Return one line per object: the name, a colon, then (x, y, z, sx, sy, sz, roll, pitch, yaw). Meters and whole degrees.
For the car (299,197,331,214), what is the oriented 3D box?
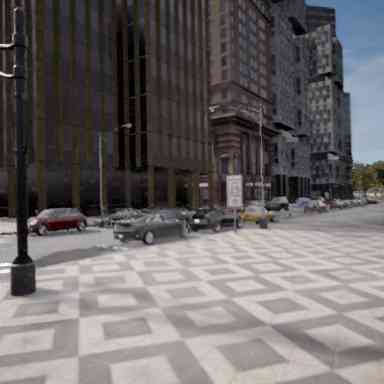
car: (14.549, 1.692, 39.132, 1.967, 1.590, 4.097, -2, -2, 35)

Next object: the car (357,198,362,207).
car: (27.626, 1.970, 57.659, 2.008, 1.369, 4.403, -2, -2, 35)

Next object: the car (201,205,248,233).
car: (1.481, 1.696, 20.602, 1.947, 1.339, 4.313, -2, -2, 35)

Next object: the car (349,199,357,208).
car: (24.357, 1.926, 53.027, 2.008, 1.369, 4.403, -2, -2, 35)

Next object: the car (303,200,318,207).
car: (23.948, 2.275, 67.225, 1.802, 1.307, 4.206, -2, -2, 35)

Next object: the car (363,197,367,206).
car: (30.894, 2.047, 62.289, 1.802, 1.307, 4.206, -2, -2, 35)

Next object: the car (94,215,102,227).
car: (-5.465, 1.910, 25.538, 2.008, 1.369, 4.403, -2, -1, 35)

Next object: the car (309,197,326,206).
car: (27.210, 2.058, 71.864, 2.192, 1.841, 5.009, -2, -2, 35)

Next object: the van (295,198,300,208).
van: (20.674, 1.988, 62.601, 1.690, 1.788, 3.998, -2, -2, 35)

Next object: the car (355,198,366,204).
car: (42.187, 2.291, 83.073, 1.812, 1.442, 4.674, -2, -2, 35)

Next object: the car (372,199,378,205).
car: (40.698, 2.171, 76.186, 1.887, 1.381, 4.507, -3, -2, 35)

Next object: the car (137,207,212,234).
car: (-0.976, 1.750, 21.906, 2.033, 1.411, 5.357, -2, -1, 35)

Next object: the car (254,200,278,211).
car: (10.871, 1.959, 48.702, 1.967, 1.590, 4.097, -2, -2, 35)

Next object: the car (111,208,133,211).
car: (-3.544, 1.886, 23.639, 1.895, 1.301, 4.718, -2, -1, 35)

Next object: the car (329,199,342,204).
car: (37.021, 2.465, 85.754, 2.008, 1.369, 4.403, -3, -2, 35)

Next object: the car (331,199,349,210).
car: (21.089, 1.915, 48.393, 1.802, 1.307, 4.206, -2, -2, 35)

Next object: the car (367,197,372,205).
car: (34.161, 2.065, 66.922, 2.008, 1.369, 4.403, -3, -2, 35)

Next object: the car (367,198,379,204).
car: (43.968, 2.252, 80.817, 1.947, 1.339, 4.313, -3, -2, 35)

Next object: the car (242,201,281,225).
car: (4.846, 1.681, 25.372, 1.752, 1.417, 4.829, -2, -2, 35)

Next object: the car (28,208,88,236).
car: (-8.736, 1.778, 20.907, 1.967, 1.590, 4.097, -2, -1, 35)

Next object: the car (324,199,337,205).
car: (33.753, 2.420, 81.122, 1.947, 1.339, 4.313, -3, -2, 35)

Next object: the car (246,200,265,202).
car: (7.602, 1.920, 44.068, 1.967, 1.590, 4.097, -2, -2, 35)

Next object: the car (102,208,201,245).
car: (-1.787, 1.660, 15.969, 2.008, 1.369, 4.403, -2, -1, 35)

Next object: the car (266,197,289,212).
car: (11.060, 1.645, 44.246, 2.150, 2.045, 5.566, -2, -2, 36)
